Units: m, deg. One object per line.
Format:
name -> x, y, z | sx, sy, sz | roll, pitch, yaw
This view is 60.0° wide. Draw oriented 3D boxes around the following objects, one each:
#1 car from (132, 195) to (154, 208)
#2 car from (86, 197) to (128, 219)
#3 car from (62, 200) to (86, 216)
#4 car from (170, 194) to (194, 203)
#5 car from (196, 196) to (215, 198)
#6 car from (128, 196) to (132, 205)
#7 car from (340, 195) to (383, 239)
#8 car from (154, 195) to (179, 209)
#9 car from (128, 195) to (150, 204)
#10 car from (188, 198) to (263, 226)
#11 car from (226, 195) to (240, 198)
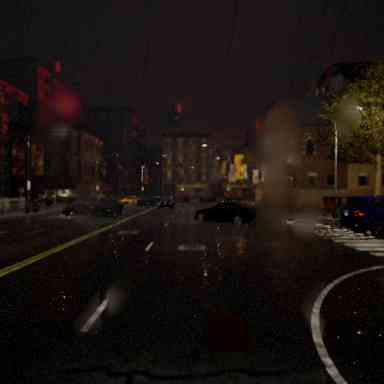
car -> -6.547, 1.373, 47.382 | 1.882, 1.535, 5.008 | 0, 0, 7
car -> -7.055, 1.414, 28.210 | 1.882, 1.535, 5.008 | 0, 0, 0
car -> -10.551, 1.475, 31.807 | 2.033, 1.411, 5.357 | 0, 0, 0
car -> -1.846, 1.388, 64.132 | 1.812, 1.442, 4.674 | 0, 0, 25
car -> 3.503, 1.407, 66.414 | 2.033, 1.411, 5.357 | 0, 0, 31
car -> -9.415, 1.363, 51.800 | 1.882, 1.535, 5.008 | 0, 0, 11
car -> 10.345, 1.190, 16.632 | 5.566, 2.045, 2.150 | 0, 0, -2
car -> -3.216, 1.453, 43.245 | 2.033, 1.411, 5.357 | 0, 0, 2
car -> -9.815, 1.383, 62.273 | 2.002, 1.452, 4.674 | 0, 0, 20
car -> 2.459, 1.429, 23.125 | 5.008, 1.535, 1.882 | 0, 2, 39
car -> 8.633, 1.405, 67.845 | 2.033, 1.411, 5.357 | 0, 0, 37
